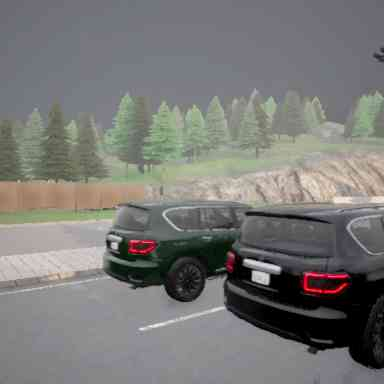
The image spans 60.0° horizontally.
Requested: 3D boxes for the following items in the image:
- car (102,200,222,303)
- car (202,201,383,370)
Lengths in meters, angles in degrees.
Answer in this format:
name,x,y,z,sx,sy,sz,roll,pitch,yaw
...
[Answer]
name,x,y,z,sx,sy,sz,roll,pitch,yaw
car,0.569,1.219,8.450,5.566,2.045,2.150,0,0,-36
car,3.083,1.221,5.945,5.566,2.045,2.150,0,0,-35
